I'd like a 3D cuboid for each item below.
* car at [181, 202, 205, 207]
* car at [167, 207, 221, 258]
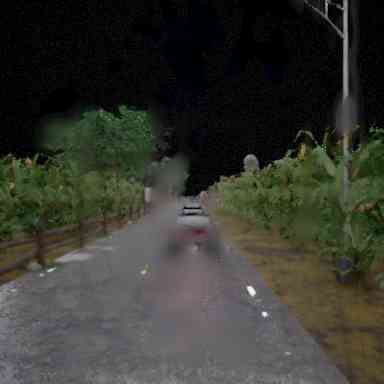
[{"bbox_3d":[0.060,1.612,27.734,2.128,1.511,4.902,0,0,0],"label":"car"},{"bbox_3d":[0.067,1.560,12.897,1.837,1.490,4.892,0,0,0],"label":"car"}]
